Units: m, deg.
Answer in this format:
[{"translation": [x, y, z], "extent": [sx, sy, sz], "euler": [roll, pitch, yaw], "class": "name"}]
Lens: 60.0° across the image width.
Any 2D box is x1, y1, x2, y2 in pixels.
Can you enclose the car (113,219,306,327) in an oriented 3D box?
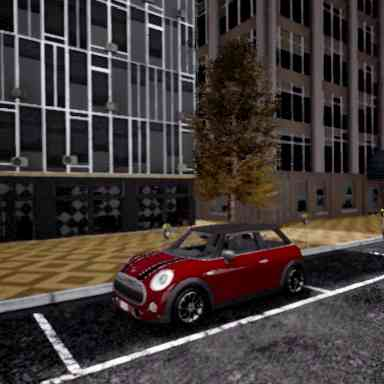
[{"translation": [0.454, 1.421, 6.892], "extent": [4.097, 1.590, 1.967], "euler": [0, 0, -35], "class": "car"}]
